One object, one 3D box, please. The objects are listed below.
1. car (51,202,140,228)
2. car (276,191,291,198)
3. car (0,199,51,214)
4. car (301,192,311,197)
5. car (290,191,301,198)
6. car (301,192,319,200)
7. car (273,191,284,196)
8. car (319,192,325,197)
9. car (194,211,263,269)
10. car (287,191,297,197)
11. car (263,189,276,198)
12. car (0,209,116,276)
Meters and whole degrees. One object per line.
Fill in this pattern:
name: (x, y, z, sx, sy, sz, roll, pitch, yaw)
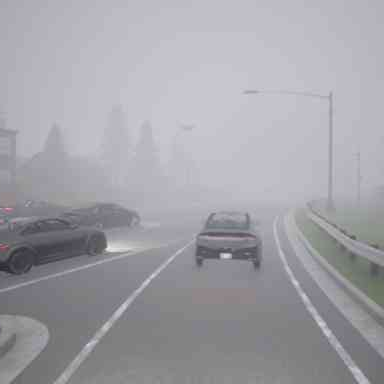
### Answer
car: (-4.707, 1.288, 17.640, 1.837, 1.490, 4.892, 1, 1, 27)
car: (22.074, 0.745, 79.297, 1.895, 1.301, 4.718, 0, 1, 27)
car: (-10.265, 1.205, 22.174, 2.128, 1.511, 4.902, 1, 1, 27)
car: (29.676, 0.555, 86.679, 1.895, 1.301, 4.718, 0, 1, 27)
car: (25.005, 0.721, 77.332, 2.033, 1.411, 5.357, 0, 1, 27)
car: (23.491, 0.866, 66.294, 1.994, 1.385, 4.181, 0, 1, 27)
car: (23.401, 0.429, 89.779, 1.812, 1.442, 4.674, 0, 1, 27)
car: (33.336, 0.658, 86.174, 1.994, 1.385, 4.181, 0, 1, 27)
car: (1.254, 1.371, 10.772, 2.128, 1.511, 4.902, 0, 1, 10)
car: (26.532, 0.457, 88.215, 1.812, 1.442, 4.674, 0, 1, 27)
car: (18.758, 0.352, 80.484, 2.150, 2.045, 5.566, 0, 1, 27)
car: (-4.551, 1.431, 10.134, 1.994, 1.385, 4.181, 1, 1, 27)
